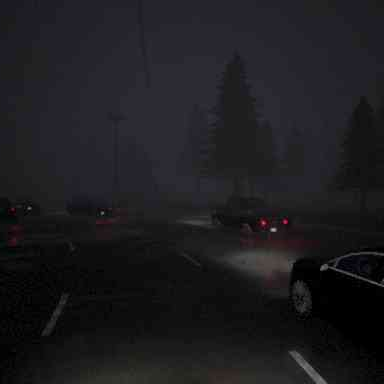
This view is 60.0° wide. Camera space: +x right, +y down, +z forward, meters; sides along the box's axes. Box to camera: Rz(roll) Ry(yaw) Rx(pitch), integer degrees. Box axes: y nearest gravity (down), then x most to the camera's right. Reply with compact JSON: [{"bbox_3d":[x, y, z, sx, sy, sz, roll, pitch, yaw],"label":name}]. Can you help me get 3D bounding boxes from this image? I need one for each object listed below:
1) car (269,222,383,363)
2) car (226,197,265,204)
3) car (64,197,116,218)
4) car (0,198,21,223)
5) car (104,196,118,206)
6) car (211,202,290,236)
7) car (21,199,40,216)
[{"bbox_3d":[2.984,1.445,4.393,2.128,1.511,4.902,0,1,-8],"label":"car"},{"bbox_3d":[3.360,1.113,23.804,2.097,1.767,4.553,-1,1,-31],"label":"car"},{"bbox_3d":[-8.508,1.331,27.357,1.895,1.301,4.718,-1,1,-44],"label":"car"},{"bbox_3d":[-13.473,1.136,22.304,2.097,1.767,4.553,-1,1,-43],"label":"car"},{"bbox_3d":[-10.933,1.157,39.497,5.357,1.411,2.033,0,1,43],"label":"car"},{"bbox_3d":[2.820,1.426,17.307,1.895,1.301,4.718,0,1,-25],"label":"car"},{"bbox_3d":[-14.567,1.285,28.295,4.181,1.385,1.994,0,1,45],"label":"car"}]
